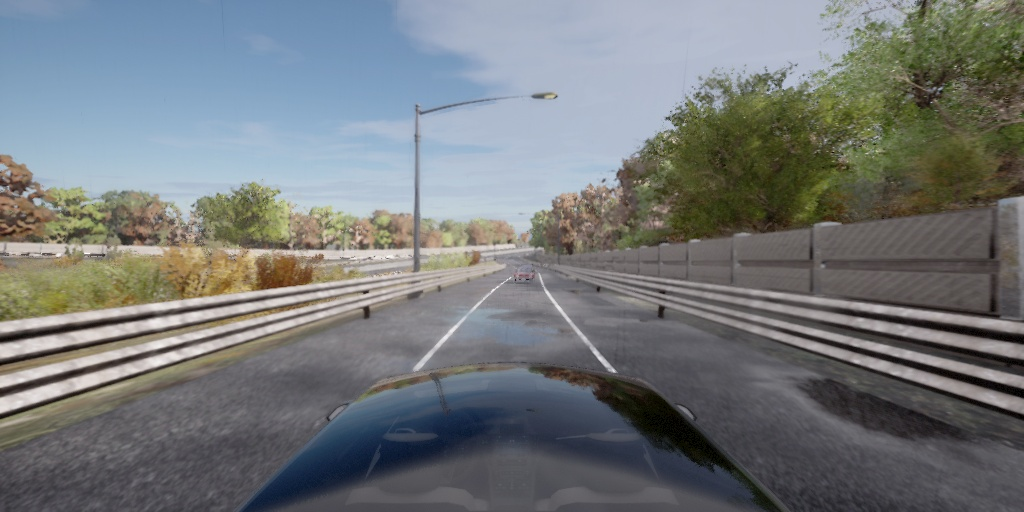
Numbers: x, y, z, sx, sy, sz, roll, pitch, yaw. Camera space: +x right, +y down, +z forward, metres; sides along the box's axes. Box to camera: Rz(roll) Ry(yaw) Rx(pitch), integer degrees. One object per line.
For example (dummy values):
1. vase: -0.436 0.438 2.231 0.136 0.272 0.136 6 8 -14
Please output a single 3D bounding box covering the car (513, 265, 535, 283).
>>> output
1. car: 1.162 1.774 33.139 1.895 1.301 4.718 0 -1 3
